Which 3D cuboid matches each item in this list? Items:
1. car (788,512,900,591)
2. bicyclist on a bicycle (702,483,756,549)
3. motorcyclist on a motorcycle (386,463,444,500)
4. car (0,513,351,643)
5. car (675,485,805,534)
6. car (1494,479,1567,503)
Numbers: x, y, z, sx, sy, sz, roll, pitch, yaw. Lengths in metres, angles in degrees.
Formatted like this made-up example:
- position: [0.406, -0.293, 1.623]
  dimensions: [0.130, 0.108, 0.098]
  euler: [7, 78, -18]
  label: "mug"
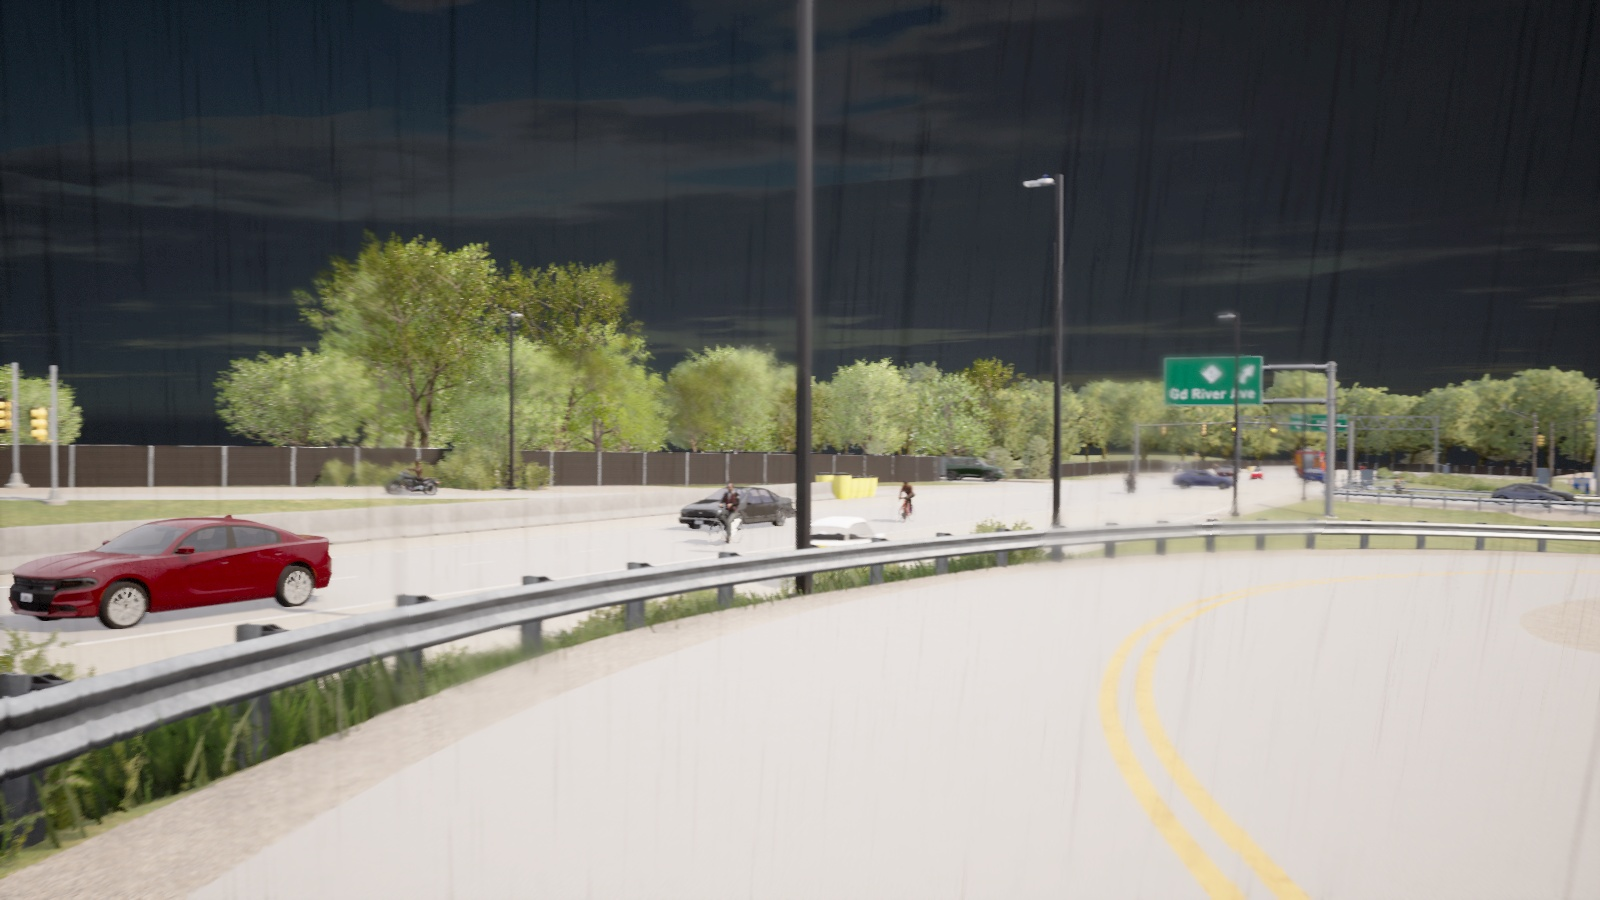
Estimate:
- position: [0.930, 2.033, 25.650]
  dimensions: [1.481, 1.376, 2.207]
  euler: [0, 0, 27]
  label: "car"
- position: [-1.994, 1.825, 35.297]
  dimensions: [0.659, 1.776, 1.843]
  euler: [0, 0, 27]
  label: "bicyclist on a bicycle"
- position: [-17.491, 1.426, 57.104]
  dimensions: [2.350, 1.649, 0.766]
  euler: [1, 0, -36]
  label: "motorcyclist on a motorcycle"
- position: [-9.802, 1.910, 20.048]
  dimensions: [1.882, 1.535, 5.008]
  euler: [0, 0, 27]
  label: "car"
- position: [-1.960, 1.989, 43.045]
  dimensions: [2.033, 1.411, 5.357]
  euler: [0, 0, 27]
  label: "car"
- position: [49.352, 2.759, 84.890]
  dimensions: [4.181, 1.385, 1.994]
  euler: [2, 1, 29]
  label: "car"
